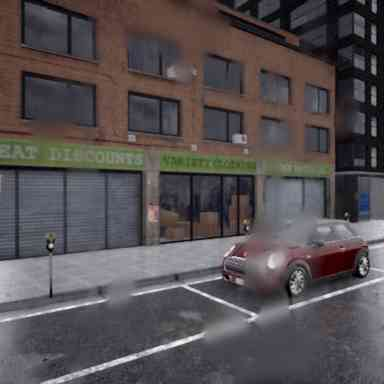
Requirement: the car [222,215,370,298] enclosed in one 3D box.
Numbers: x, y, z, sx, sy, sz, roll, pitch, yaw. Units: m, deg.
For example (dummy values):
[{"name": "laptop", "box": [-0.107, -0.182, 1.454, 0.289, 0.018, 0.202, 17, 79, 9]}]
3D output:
[{"name": "car", "box": [2.680, 1.439, 8.440, 4.097, 1.590, 1.967, 0, 0, -35]}]
